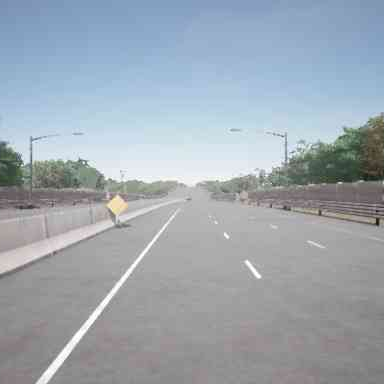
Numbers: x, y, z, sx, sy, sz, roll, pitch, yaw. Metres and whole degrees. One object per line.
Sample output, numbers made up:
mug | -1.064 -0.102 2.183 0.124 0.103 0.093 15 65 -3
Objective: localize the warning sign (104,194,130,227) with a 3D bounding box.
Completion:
warning sign | -4.533 1.105 20.141 1.300 1.860 1.060 1 1 0
